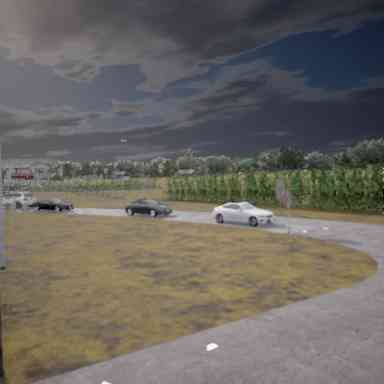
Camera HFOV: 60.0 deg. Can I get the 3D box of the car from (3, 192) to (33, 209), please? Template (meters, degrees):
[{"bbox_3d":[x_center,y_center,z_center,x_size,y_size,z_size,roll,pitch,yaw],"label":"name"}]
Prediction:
[{"bbox_3d":[-22.563,1.031,42.132,5.566,2.045,2.150,0,2,15],"label":"car"}]

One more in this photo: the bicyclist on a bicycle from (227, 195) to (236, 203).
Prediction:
[{"bbox_3d":[3.748,1.143,31.081,0.582,1.620,1.656,1,1,43],"label":"bicyclist on a bicycle"}]

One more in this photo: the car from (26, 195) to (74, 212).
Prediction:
[{"bbox_3d":[-15.266,1.366,36.441,5.008,1.535,1.882,0,2,23],"label":"car"}]

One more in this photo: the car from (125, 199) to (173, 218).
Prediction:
[{"bbox_3d":[-3.898,1.369,29.489,4.892,1.490,1.837,0,2,38],"label":"car"}]

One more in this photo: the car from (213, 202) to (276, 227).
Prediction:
[{"bbox_3d":[3.398,1.416,22.444,1.812,1.442,4.674,-3,2,-42],"label":"car"}]
